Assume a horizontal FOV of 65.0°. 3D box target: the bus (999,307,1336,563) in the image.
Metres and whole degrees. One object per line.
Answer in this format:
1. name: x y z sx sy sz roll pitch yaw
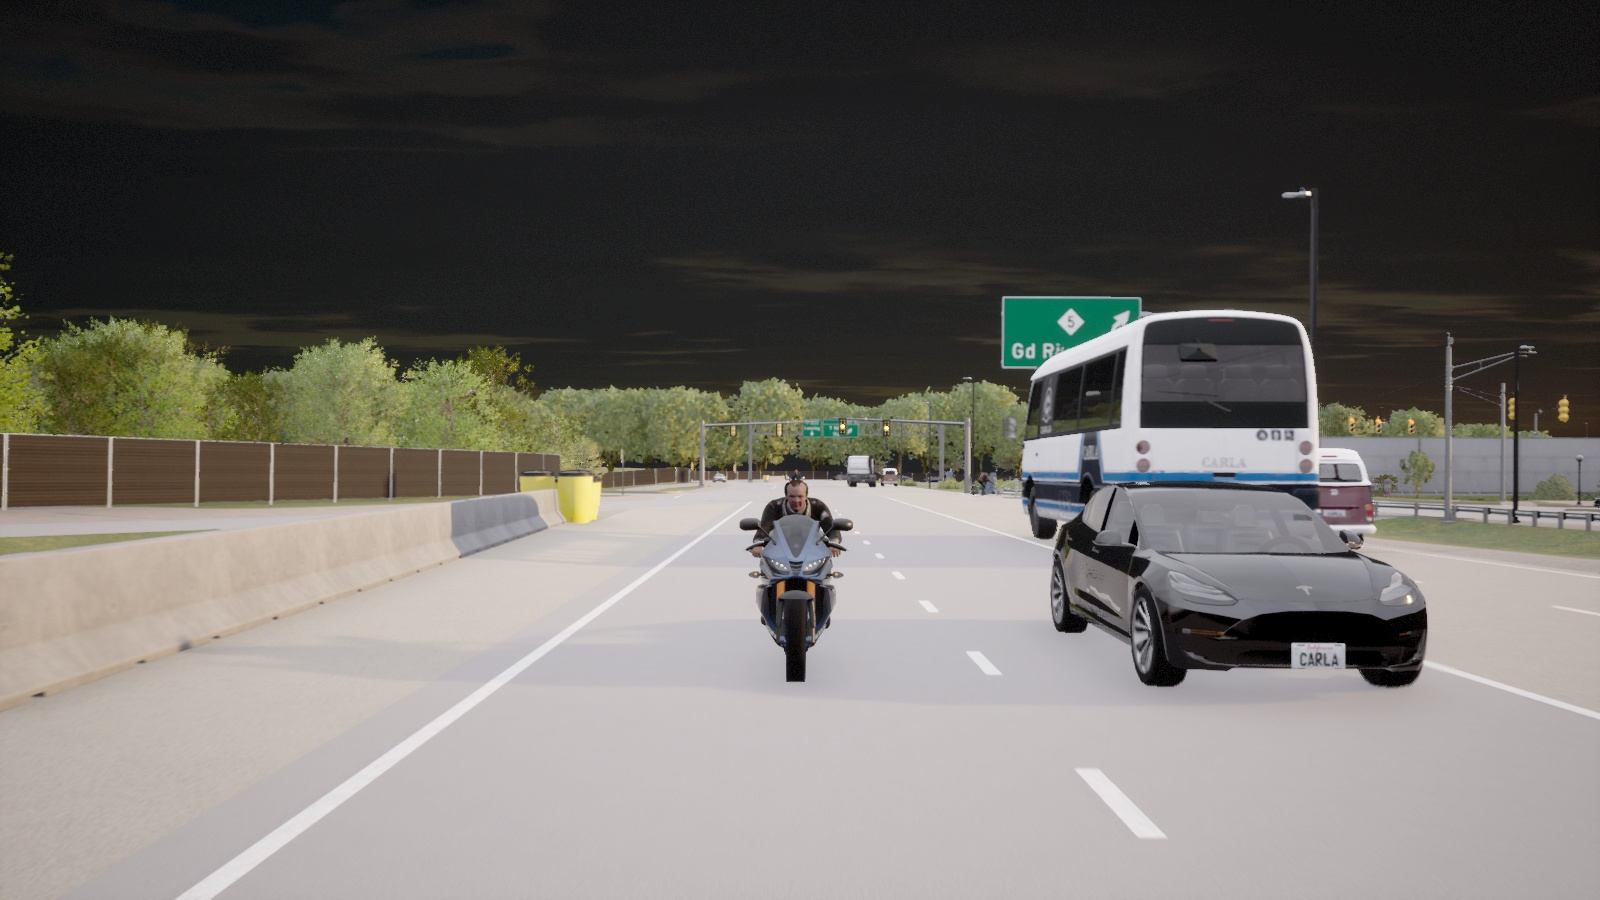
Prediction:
1. bus: 6.934 -0.170 26.073 3.944 4.253 10.273 0 -1 0

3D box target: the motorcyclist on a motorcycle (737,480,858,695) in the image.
1. motorcyclist on a motorcycle: -0.023 1.015 10.135 0.866 1.530 2.191 0 -1 0

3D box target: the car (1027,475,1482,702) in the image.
1. car: 3.475 0.977 10.812 2.163 1.488 4.792 0 -1 0

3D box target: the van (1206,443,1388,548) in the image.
1. van: 10.436 0.925 26.792 2.069 2.038 4.480 0 -1 0
